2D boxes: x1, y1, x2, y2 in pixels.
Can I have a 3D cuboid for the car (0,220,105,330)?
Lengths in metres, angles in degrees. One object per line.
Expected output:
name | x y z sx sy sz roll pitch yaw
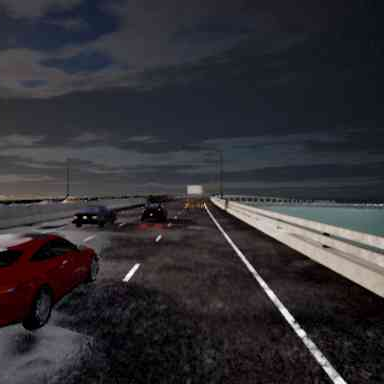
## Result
car | -3.383 1.563 6.858 1.812 1.442 4.674 0 0 0

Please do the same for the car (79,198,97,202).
car | -16.926 1.826 56.269 1.812 1.442 4.674 0 0 2

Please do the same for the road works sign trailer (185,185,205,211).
road works sign trailer | 0.410 0.708 45.887 2.380 3.560 2.880 0 0 1

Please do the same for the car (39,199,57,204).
car | -23.920 1.904 56.243 1.895 1.301 4.718 0 0 2

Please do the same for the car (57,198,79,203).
car | -20.426 1.779 56.254 1.882 1.535 5.008 0 0 2

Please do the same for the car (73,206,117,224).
car | -6.779 1.676 23.629 2.033 1.411 5.357 0 0 1

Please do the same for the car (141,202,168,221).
car | -3.222 1.648 29.006 2.128 1.511 4.902 0 0 1
